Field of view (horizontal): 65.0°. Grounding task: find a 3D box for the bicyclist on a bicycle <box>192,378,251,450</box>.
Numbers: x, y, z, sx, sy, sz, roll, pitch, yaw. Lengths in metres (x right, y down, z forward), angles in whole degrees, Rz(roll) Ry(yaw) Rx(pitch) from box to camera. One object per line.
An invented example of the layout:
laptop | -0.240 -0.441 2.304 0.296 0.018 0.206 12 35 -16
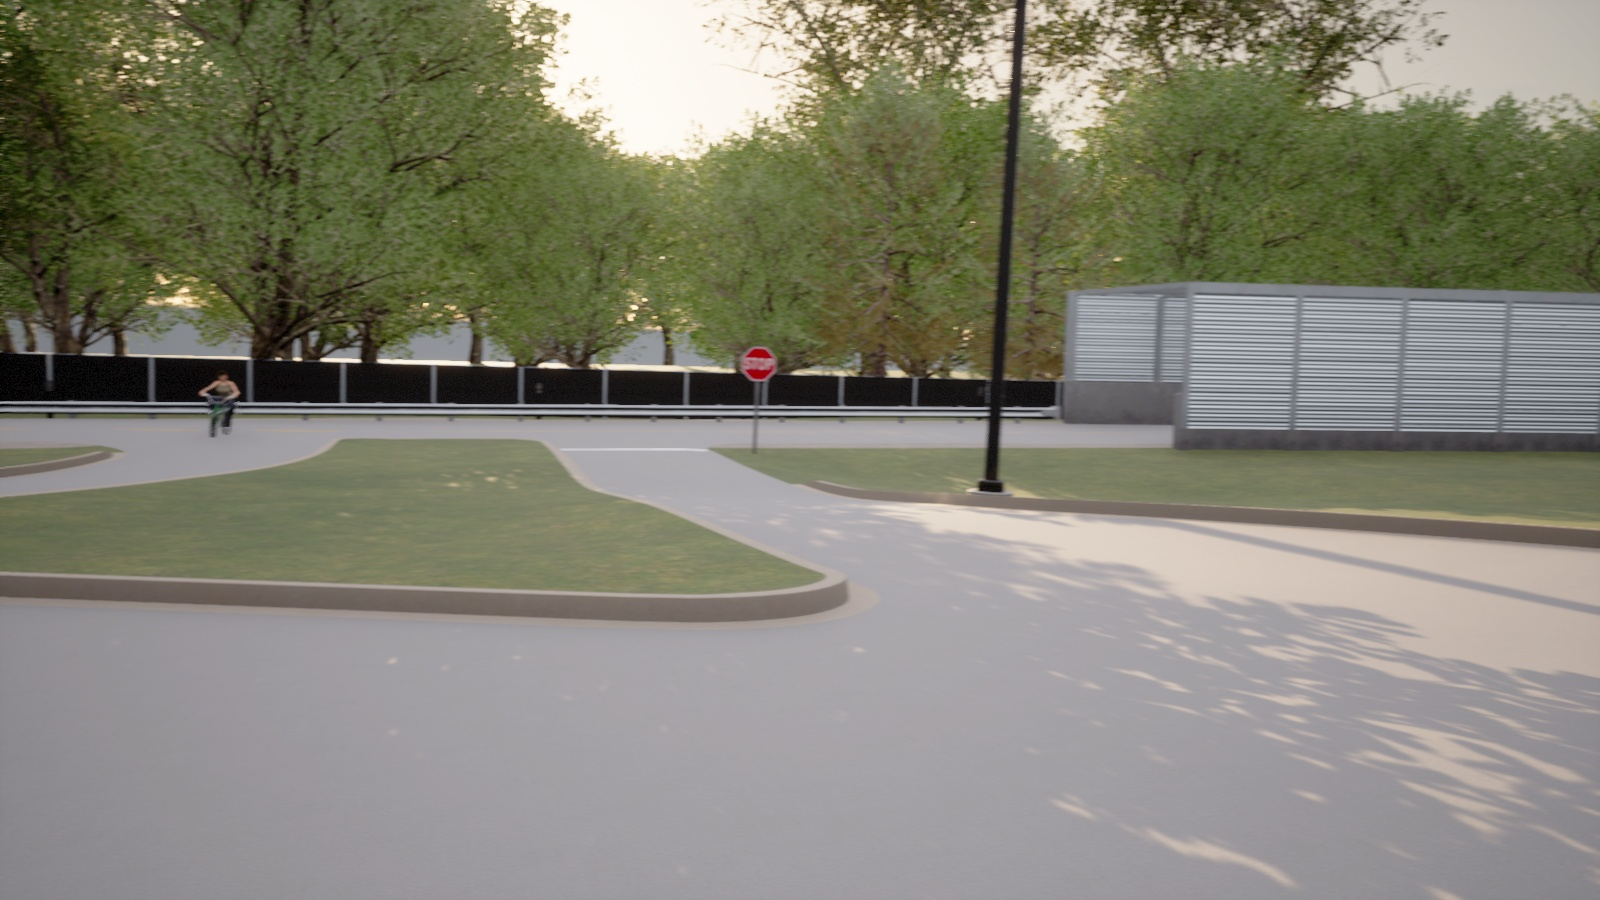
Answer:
bicyclist on a bicycle | -13.988 -0.888 30.413 0.866 1.612 1.509 2 4 -8
